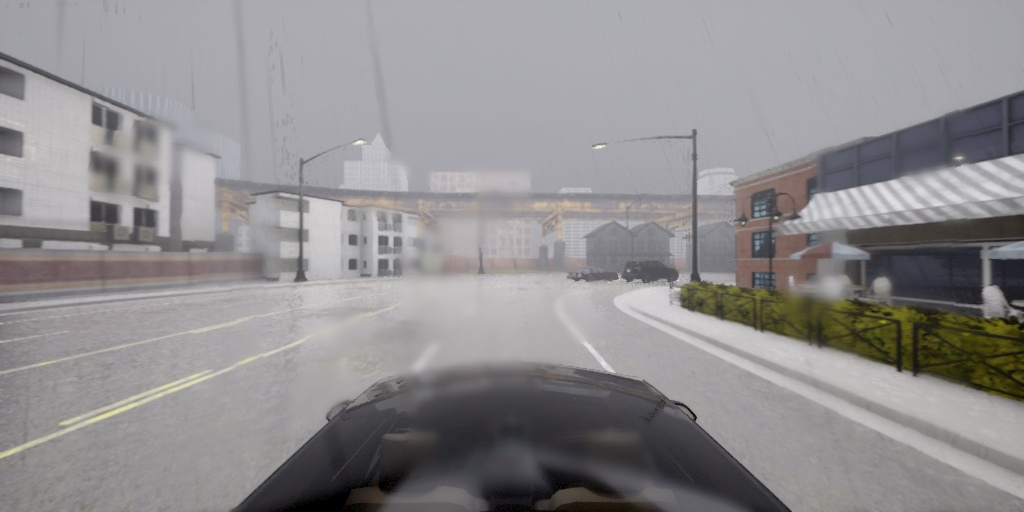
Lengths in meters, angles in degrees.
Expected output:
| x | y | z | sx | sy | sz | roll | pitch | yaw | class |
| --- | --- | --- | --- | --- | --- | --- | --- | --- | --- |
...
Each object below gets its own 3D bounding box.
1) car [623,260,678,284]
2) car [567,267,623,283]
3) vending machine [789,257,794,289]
| x | y | z | sx | sy | sz | roll | pitch | yaw | class |
| --- | --- | --- | --- | --- | --- | --- | --- | --- | --- |
| 12.418 | 1.388 | 32.236 | 5.566 | 2.045 | 2.150 | 0 | -1 | -28 | car |
| 7.596 | 1.721 | 33.516 | 5.357 | 1.411 | 2.033 | 1 | -1 | -36 | car |
| 21.545 | 1.328 | 28.796 | 0.880 | 2.100 | 1.100 | 0 | 0 | -2 | vending machine |
